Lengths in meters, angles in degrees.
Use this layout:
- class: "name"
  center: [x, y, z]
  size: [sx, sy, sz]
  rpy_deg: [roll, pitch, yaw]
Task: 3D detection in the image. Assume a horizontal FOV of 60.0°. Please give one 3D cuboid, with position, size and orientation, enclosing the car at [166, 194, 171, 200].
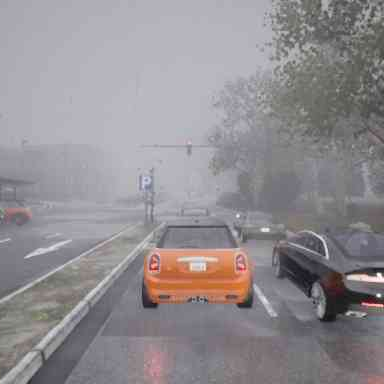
- class: "car"
  center: [-8.533, 1.326, 84.935]
  size: [4.674, 1.452, 2.002]
  rpy_deg: [-1, 0, -12]

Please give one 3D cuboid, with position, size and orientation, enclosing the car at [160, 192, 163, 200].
- class: "car"
  center: [-9.712, 1.332, 75.950]
  size: [4.674, 1.452, 2.002]
  rpy_deg: [-1, 0, -13]

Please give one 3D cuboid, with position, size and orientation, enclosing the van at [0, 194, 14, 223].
- class: "van"
  center: [-13.622, 1.289, 20.211]
  size: [4.442, 1.987, 1.878]
  rpy_deg: [-1, 0, -20]

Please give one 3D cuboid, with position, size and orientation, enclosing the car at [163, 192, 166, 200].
- class: "car"
  center: [-9.343, 1.330, 78.952]
  size: [4.674, 1.452, 2.002]
  rpy_deg: [-1, 0, -13]

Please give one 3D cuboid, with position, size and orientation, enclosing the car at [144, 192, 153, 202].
- class: "car"
  center: [-10.860, 1.292, 63.990]
  size: [5.366, 1.575, 1.946]
  rpy_deg: [-1, 0, -15]

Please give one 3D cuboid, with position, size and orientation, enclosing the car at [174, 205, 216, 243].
- class: "car"
  center: [0.154, 1.525, 17.179]
  size: [1.837, 1.490, 4.892]
  rpy_deg: [0, 0, 1]

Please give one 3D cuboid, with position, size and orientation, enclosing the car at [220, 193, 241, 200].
- class: "car"
  center: [9.381, 1.100, 81.281]
  size: [4.553, 1.767, 2.185]
  rpy_deg: [1, 0, -12]

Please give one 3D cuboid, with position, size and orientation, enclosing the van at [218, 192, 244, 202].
- class: "van"
  center: [7.223, 1.019, 63.610]
  size: [4.442, 1.987, 1.878]
  rpy_deg: [1, 0, -14]

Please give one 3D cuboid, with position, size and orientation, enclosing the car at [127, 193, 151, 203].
- class: "car"
  center: [-10.770, 1.171, 66.942]
  size: [4.553, 1.767, 2.185]
  rpy_deg: [-1, 0, -14]

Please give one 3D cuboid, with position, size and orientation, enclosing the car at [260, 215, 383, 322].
- class: "car"
  center: [3.102, 1.499, 7.217]
  size: [2.128, 1.511, 4.902]
  rpy_deg: [0, 0, 0]

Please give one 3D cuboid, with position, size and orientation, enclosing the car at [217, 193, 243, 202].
- class: "car"
  center: [7.604, 1.117, 66.580]
  size: [4.553, 1.767, 2.185]
  rpy_deg: [1, 0, -14]

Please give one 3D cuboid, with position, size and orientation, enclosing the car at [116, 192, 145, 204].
- class: "car"
  center: [-11.502, 1.336, 60.997]
  size: [4.792, 1.488, 2.163]
  rpy_deg: [-1, 0, -15]

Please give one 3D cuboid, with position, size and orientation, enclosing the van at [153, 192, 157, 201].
- class: "van"
  center: [-10.307, 1.067, 69.983]
  size: [4.442, 1.987, 1.878]
  rpy_deg: [-1, 0, -14]

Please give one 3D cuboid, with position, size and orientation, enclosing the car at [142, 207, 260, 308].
- class: "car"
  center: [0.104, 1.360, 8.093]
  size: [2.097, 1.767, 4.553]
  rpy_deg: [0, 0, 0]

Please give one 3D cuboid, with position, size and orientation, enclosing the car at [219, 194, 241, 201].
- class: "car"
  center: [9.017, 1.269, 78.351]
  size: [4.674, 1.452, 2.002]
  rpy_deg: [1, 0, -12]

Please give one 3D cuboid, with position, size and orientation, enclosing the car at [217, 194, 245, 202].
- class: "car"
  center: [8.137, 1.238, 69.574]
  size: [5.366, 1.575, 1.946]
  rpy_deg: [1, 0, -13]

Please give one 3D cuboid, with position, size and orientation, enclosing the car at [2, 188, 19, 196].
- class: "car"
  center: [-28.214, 0.118, 51.849]
  size: [2.002, 1.452, 4.674]
  rpy_deg: [6, -3, -19]

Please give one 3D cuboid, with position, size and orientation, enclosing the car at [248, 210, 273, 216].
- class: "car"
  center: [3.145, 1.582, 16.129]
  size: [1.994, 1.385, 4.181]
  rpy_deg: [0, 0, 1]

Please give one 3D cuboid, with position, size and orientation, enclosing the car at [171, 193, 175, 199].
- class: "car"
  center: [-8.086, 1.033, 87.941]
  size: [5.566, 2.045, 2.435]
  rpy_deg: [-1, 0, -12]

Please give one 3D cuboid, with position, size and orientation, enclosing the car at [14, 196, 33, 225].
- class: "car"
  center: [-13.650, 1.394, 23.189]
  size: [4.553, 1.767, 2.185]
  rpy_deg: [-1, 0, -19]

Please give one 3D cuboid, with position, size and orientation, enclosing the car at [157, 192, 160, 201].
- class: "car"
  center: [-10.082, 1.295, 72.954]
  size: [4.892, 1.521, 2.231]
  rpy_deg: [-1, 0, -14]
